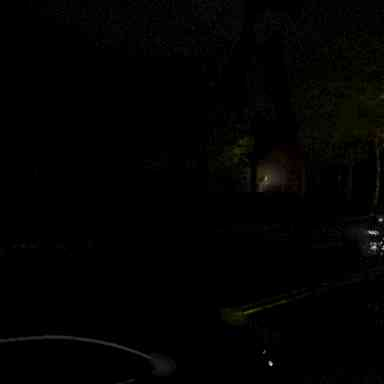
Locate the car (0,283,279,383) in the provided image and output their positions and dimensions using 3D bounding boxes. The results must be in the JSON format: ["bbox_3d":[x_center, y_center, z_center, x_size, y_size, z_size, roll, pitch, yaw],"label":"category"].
[{"bbox_3d":[-1.434,1.504,2.417,4.892,1.490,1.837,0,0,-35],"label":"car"}]

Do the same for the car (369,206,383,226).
[{"bbox_3d":[13.108,1.370,21.009,4.902,1.511,2.128,0,0,-35],"label":"car"}]
